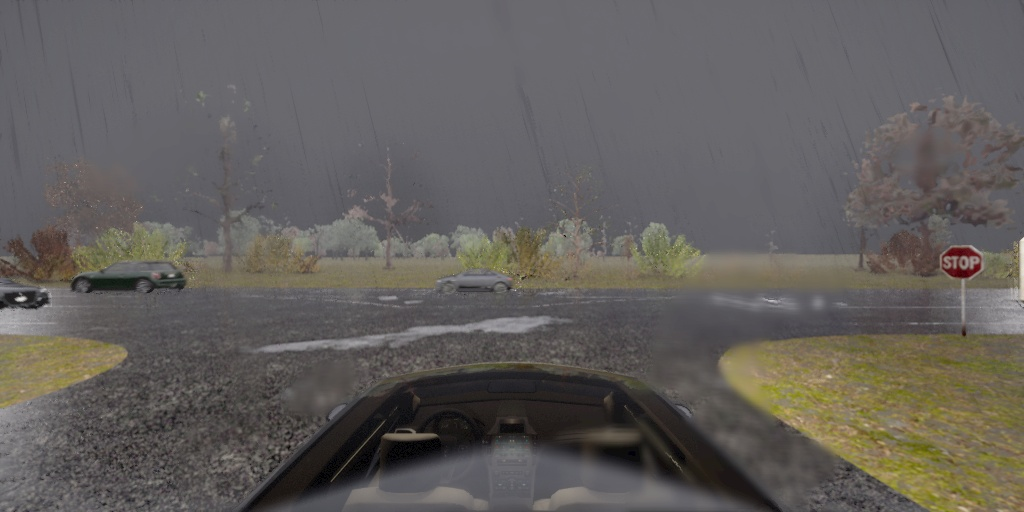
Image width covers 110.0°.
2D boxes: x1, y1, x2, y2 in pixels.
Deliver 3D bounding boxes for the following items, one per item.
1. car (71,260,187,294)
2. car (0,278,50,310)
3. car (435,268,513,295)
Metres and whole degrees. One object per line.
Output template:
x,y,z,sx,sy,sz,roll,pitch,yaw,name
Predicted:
-20.341,1.064,19.152,4.553,1.767,2.097,0,0,-1,car
-18.733,1.280,12.187,4.181,1.385,1.994,0,0,-1,car
-2.015,1.354,19.510,4.181,1.385,1.994,0,0,-1,car
